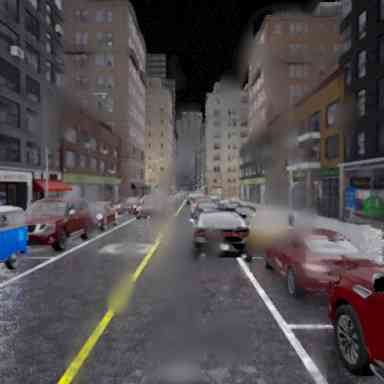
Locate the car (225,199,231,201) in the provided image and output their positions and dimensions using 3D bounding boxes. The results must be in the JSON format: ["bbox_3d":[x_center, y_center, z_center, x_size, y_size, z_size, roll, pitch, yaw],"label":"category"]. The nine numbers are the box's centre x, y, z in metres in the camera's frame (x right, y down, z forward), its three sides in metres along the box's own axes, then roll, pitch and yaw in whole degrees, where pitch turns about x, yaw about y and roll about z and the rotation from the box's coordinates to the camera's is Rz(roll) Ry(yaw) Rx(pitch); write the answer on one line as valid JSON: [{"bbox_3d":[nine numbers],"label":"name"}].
[{"bbox_3d":[2.935,1.395,24.870,1.947,1.339,4.313,-1,0,0],"label":"car"}]

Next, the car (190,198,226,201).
[{"bbox_3d":[0.966,1.355,21.931,1.837,1.490,4.892,0,0,0],"label":"car"}]

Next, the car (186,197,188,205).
[{"bbox_3d":[0.154,1.162,49.020,1.837,1.490,4.892,0,1,0],"label":"car"}]

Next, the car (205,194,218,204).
[{"bbox_3d":[3.027,1.152,52.968,1.752,1.417,4.829,-1,0,0],"label":"car"}]

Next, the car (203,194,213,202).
[{"bbox_3d":[3.063,1.125,63.970,1.802,1.307,4.206,-1,0,0],"label":"car"}]

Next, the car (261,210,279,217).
[{"bbox_3d":[2.899,1.431,13.868,1.752,1.417,4.829,-1,0,0],"label":"car"}]

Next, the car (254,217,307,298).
[{"bbox_3d":[2.881,1.527,8.113,1.802,1.307,4.206,-1,0,0],"label":"car"}]

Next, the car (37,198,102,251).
[{"bbox_3d":[-5.637,1.220,13.723,2.192,1.841,5.009,-1,0,0],"label":"car"}]

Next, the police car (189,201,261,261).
[{"bbox_3d":[0.936,1.343,12.040,1.930,1.638,5.238,0,0,0],"label":"police car"}]

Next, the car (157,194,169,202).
[{"bbox_3d":[-5.483,1.086,63.994,1.887,1.381,4.507,-1,0,0],"label":"car"}]

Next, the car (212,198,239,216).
[{"bbox_3d":[2.954,1.341,30.455,2.008,1.369,4.403,-1,0,0],"label":"car"}]

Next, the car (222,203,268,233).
[{"bbox_3d":[2.917,1.434,19.284,1.947,1.339,4.313,-1,0,0],"label":"car"}]

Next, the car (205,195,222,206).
[{"bbox_3d":[3.008,1.220,47.212,2.008,1.369,4.403,-1,0,0],"label":"car"}]

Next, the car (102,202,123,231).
[{"bbox_3d":[-5.619,1.307,19.309,1.967,1.590,4.097,-1,0,0],"label":"car"}]

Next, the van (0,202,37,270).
[{"bbox_3d":[-5.654,1.285,8.137,1.690,1.788,3.998,-1,0,0],"label":"van"}]

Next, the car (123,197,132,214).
[{"bbox_3d":[-5.585,1.229,30.480,1.967,1.590,4.097,-1,0,0],"label":"car"}]

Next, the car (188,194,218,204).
[{"bbox_3d":[0.919,1.160,27.893,2.097,1.767,4.553,0,0,0],"label":"car"}]

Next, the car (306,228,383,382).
[{"bbox_3d":[2.860,1.298,2.525,2.192,1.841,5.009,-1,0,0],"label":"car"}]

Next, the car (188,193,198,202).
[{"bbox_3d":[0.191,1.026,63.110,1.882,1.535,5.008,0,0,0],"label":"car"}]

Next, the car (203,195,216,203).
[{"bbox_3d":[3.045,1.151,58.384,1.947,1.339,4.313,-1,0,0],"label":"car"}]

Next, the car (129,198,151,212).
[{"bbox_3d":[-5.567,1.331,36.067,1.802,1.307,4.206,-1,0,0],"label":"car"}]

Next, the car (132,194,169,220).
[{"bbox_3d":[-3.019,1.175,25.723,2.097,1.767,4.553,0,0,0],"label":"car"}]
